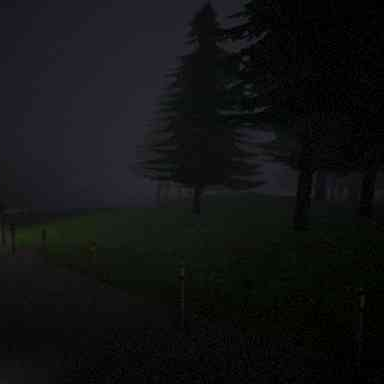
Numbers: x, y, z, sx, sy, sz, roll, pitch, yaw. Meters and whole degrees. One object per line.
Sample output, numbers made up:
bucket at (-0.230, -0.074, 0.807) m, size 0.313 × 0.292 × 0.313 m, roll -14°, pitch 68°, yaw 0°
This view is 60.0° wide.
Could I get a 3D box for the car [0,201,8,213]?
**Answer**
car at (-21.566, 1.545, 35.914) m, size 2.128 × 1.511 × 4.902 m, roll 4°, pitch -2°, yaw -9°
